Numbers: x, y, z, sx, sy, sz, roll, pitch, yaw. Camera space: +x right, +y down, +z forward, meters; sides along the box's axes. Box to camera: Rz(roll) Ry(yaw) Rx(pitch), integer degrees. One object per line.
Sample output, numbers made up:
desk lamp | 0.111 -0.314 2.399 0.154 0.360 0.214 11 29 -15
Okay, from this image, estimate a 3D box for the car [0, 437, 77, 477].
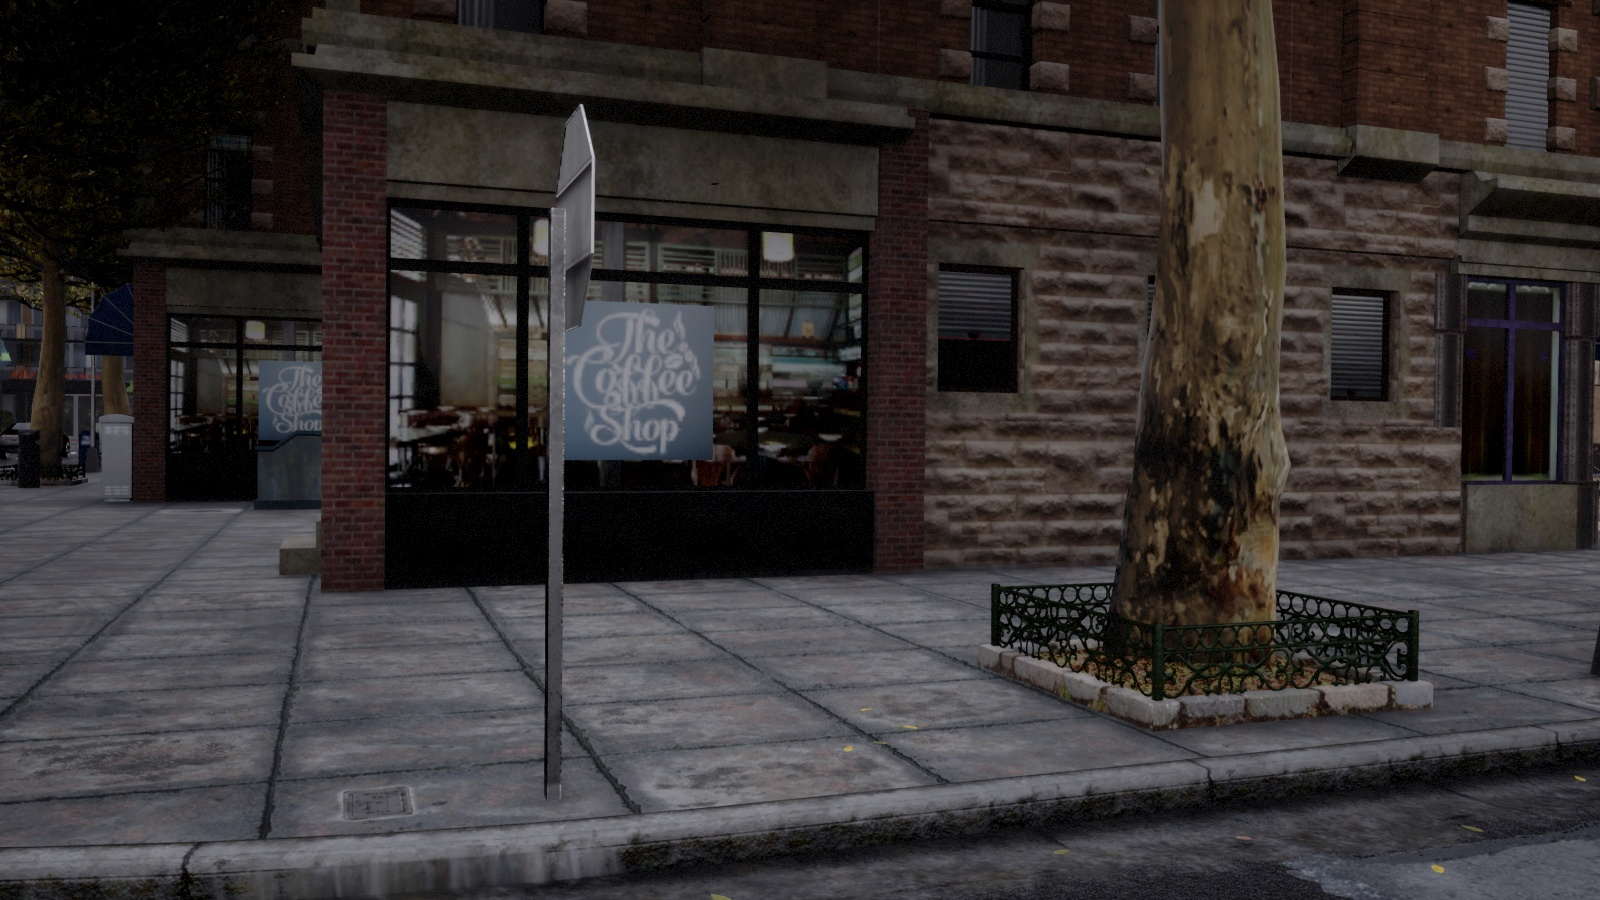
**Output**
car | -31.482 0.253 51.732 2.128 1.511 4.902 -1 1 -20
